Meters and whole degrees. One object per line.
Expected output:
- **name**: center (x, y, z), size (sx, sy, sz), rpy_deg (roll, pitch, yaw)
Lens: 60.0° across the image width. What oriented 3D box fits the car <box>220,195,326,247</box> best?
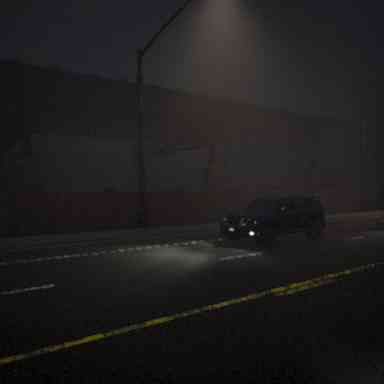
- **car**: center (3.884, 1.190, 15.352), size (5.566, 2.045, 2.150), rpy_deg (0, 0, -35)
